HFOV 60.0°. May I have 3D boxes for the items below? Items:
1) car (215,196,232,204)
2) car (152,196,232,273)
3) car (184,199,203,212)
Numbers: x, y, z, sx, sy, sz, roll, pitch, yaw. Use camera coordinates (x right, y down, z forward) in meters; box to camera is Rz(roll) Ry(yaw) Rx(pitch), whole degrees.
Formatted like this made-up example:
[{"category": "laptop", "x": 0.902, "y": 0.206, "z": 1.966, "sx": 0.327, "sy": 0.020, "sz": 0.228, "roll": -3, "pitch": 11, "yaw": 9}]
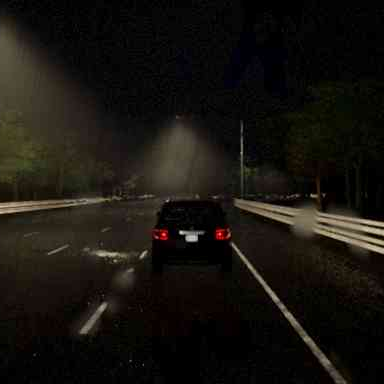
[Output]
[{"category": "car", "x": 6.449, "y": 1.554, "z": 67.407, "sx": 2.033, "sy": 1.411, "sz": 5.357, "roll": 0, "pitch": 0, "yaw": 23}, {"category": "car", "x": -0.004, "y": 1.228, "z": 10.841, "sx": 2.150, "sy": 2.045, "sz": 5.566, "roll": 0, "pitch": 0, "yaw": 0}, {"category": "car", "x": 0.249, "y": 1.568, "z": 41.127, "sx": 2.033, "sy": 1.411, "sz": 5.357, "roll": 0, "pitch": 0, "yaw": 5}]
